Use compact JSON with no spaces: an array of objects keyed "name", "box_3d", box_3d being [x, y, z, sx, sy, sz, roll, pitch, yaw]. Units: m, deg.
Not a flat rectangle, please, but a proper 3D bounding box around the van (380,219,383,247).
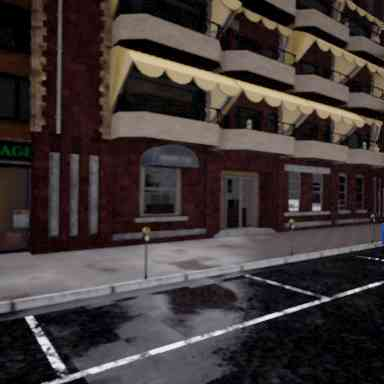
[{"name":"van","box_3d":[8.974,1.494,12.957,3.998,1.788,1.690,1,0,-35]}]
